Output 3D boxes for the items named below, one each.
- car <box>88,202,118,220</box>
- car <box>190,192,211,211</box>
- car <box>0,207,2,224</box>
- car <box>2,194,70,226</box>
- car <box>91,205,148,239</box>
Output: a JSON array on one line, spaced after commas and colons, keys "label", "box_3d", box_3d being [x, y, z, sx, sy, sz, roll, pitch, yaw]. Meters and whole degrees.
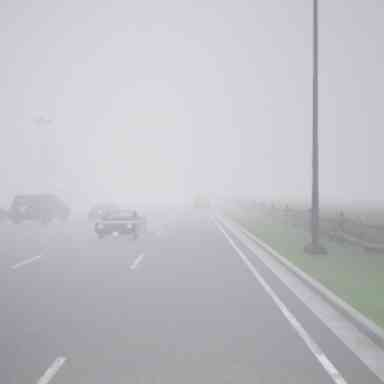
[{"label": "car", "box_3d": [-6.945, 1.487, 26.999, 1.994, 1.385, 4.181, 0, 0, 0]}, {"label": "car", "box_3d": [1.119, 1.240, 38.940, 2.097, 1.767, 4.553, 0, 0, 0]}, {"label": "car", "box_3d": [-13.921, 1.289, 21.478, 2.097, 1.767, 4.553, 0, 0, 0]}, {"label": "car", "box_3d": [-10.424, 1.157, 23.123, 2.150, 2.045, 5.566, 0, 0, 0]}, {"label": "car", "box_3d": [-3.405, 1.552, 16.967, 1.895, 1.301, 4.718, 0, 0, 0]}]
